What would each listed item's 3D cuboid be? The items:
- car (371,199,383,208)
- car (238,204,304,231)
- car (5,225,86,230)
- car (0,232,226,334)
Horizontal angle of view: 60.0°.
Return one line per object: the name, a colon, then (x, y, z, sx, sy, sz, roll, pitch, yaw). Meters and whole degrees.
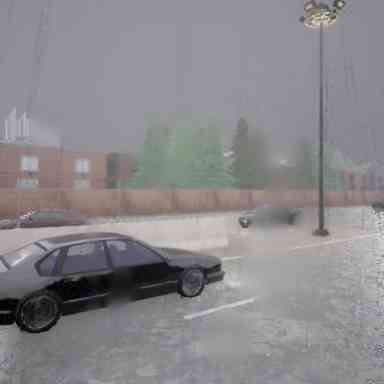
car: (26.477, 1.623, 45.659, 4.718, 1.301, 1.895, 0, 0, -36)
car: (5.014, 1.514, 20.766, 4.892, 1.490, 1.837, 1, 0, -37)
car: (-7.282, 1.527, 16.016, 4.674, 1.442, 1.812, 0, 0, -36)
car: (-1.844, 1.549, 6.743, 5.357, 1.411, 2.033, 0, 0, -36)
